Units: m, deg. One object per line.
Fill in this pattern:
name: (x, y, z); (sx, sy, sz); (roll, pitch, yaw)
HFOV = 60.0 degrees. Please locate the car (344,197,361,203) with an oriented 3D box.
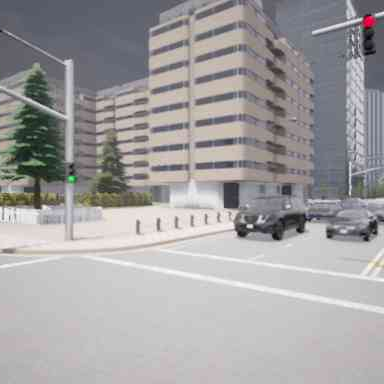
car: (16.227, 1.352, 33.944); (2.097, 1.767, 4.553); (0, 0, 37)

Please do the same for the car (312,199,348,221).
car: (10.261, 1.548, 25.752); (2.033, 1.411, 5.357); (0, 0, 36)

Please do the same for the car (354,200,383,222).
car: (13.792, 1.546, 24.653); (2.033, 1.411, 5.357); (0, 0, 36)

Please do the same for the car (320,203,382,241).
car: (8.187, 1.526, 16.872); (1.812, 1.442, 4.674); (0, 0, 36)

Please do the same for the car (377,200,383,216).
car: (19.882, 1.545, 33.061); (2.033, 1.411, 5.357); (0, 0, 36)

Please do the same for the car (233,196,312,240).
car: (4.257, 1.224, 17.448); (2.150, 2.045, 5.566); (0, 0, 36)
